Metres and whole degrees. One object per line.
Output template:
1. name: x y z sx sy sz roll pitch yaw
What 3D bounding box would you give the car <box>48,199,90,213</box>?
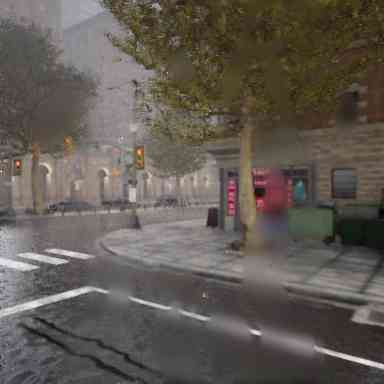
1. car: -12.715 1.420 34.626 1.994 1.385 4.181 0 0 36

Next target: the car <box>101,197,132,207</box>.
1. car: -10.943 1.420 48.445 1.895 1.301 4.718 0 0 36

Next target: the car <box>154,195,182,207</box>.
1. car: -3.386 1.209 47.538 2.097 1.767 4.553 0 0 36
